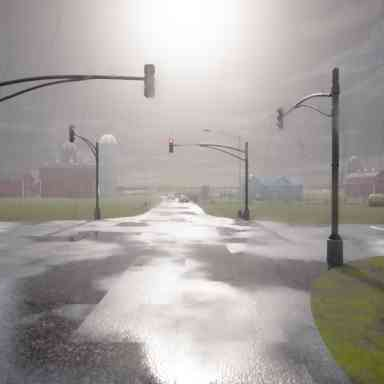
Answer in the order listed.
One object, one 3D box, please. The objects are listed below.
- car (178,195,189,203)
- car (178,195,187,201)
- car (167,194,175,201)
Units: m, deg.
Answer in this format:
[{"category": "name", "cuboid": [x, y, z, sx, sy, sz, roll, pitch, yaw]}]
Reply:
[{"category": "car", "cuboid": [-1.690, 1.624, 69.889, 1.895, 1.301, 4.718, 0, 0, -3]}, {"category": "car", "cuboid": [-2.297, 1.463, 79.874, 1.837, 1.490, 4.892, 0, 0, -4]}, {"category": "car", "cuboid": [-4.676, 1.182, 73.890, 1.812, 1.442, 4.674, 0, 0, -3]}]
